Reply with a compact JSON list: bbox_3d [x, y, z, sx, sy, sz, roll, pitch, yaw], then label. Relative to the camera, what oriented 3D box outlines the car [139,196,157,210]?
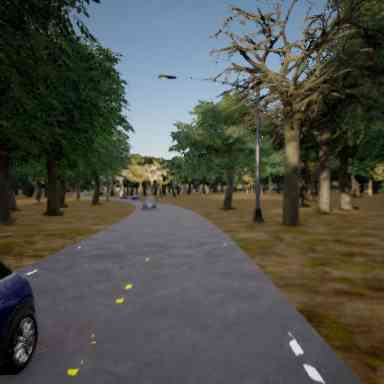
[{"bbox_3d":[-5.761,1.637,45.026,2.128,1.511,4.902,0,0,-8],"label":"car"}]

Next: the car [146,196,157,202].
[{"bbox_3d":[-10.488,1.790,85.298,1.801,1.575,5.366,0,0,-17],"label":"car"}]

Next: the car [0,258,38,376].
[{"bbox_3d":[-3.117,1.351,2.563,2.097,1.767,4.553,0,0,0],"label":"car"}]
